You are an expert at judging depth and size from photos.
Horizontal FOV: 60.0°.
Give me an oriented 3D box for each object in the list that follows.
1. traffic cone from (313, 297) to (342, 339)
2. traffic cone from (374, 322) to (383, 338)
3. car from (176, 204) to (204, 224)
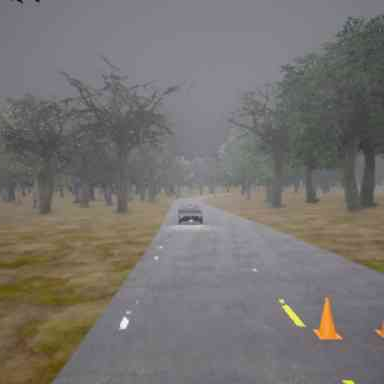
[{"bbox_3d":[2.141,1.970,5.270,0.340,0.580,0.340,0,0,1],"label":"traffic cone"},{"bbox_3d":[3.141,1.975,5.260,0.340,0.580,0.340,0,0,1],"label":"traffic cone"},{"bbox_3d":[-0.166,1.595,25.256,2.033,1.411,5.357,0,0,-2],"label":"car"}]
